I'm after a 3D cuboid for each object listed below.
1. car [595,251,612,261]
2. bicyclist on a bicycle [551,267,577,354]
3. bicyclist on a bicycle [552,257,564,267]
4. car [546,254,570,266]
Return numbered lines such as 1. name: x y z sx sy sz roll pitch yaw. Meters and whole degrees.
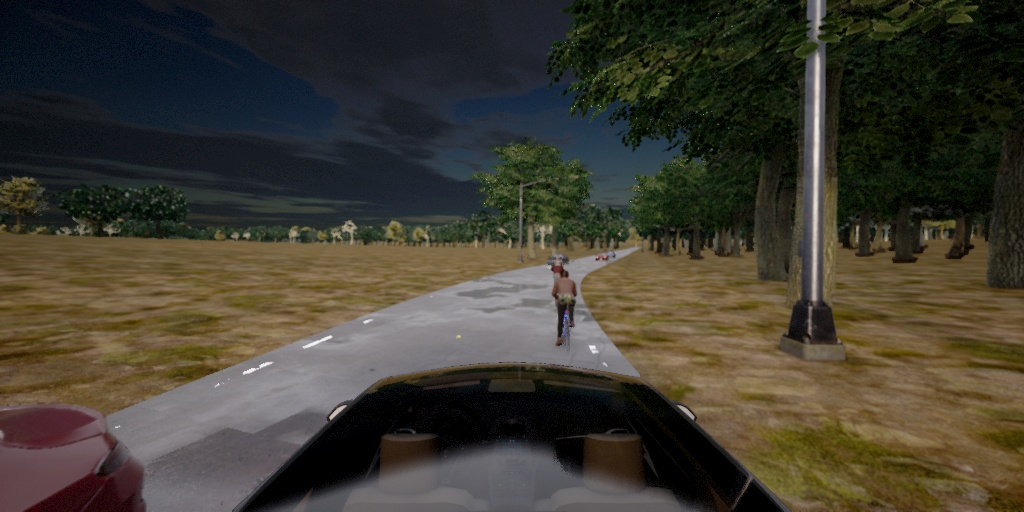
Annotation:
1. car: 14.951 0.143 59.163 1.895 1.301 4.718 2 2 20
2. bicyclist on a bicycle: 1.126 1.130 7.601 0.582 1.620 1.656 0 1 4
3. bicyclist on a bicycle: 2.071 0.913 16.193 0.659 1.776 1.843 1 1 8
4. car: 5.692 0.439 43.552 2.033 1.411 5.357 1 2 20
